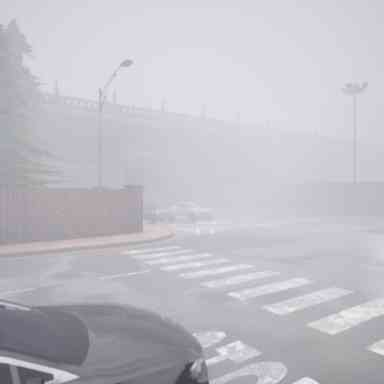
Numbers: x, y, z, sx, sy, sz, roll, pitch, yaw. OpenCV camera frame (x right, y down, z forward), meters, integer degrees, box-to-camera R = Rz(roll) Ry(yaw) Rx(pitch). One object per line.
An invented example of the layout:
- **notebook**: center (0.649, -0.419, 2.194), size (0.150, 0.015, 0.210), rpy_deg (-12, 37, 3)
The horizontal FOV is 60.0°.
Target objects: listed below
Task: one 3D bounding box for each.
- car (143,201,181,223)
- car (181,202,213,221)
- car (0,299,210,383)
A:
- **car**: center (-3.137, 1.654, 26.139), size (1.895, 1.301, 4.718), rpy_deg (0, 0, -35)
- **car**: center (-0.171, 1.578, 28.041), size (1.812, 1.442, 4.674), rpy_deg (0, 0, -36)
- **car**: center (-2.057, 1.492, 2.226), size (4.902, 1.511, 2.128), rpy_deg (0, 0, -36)
